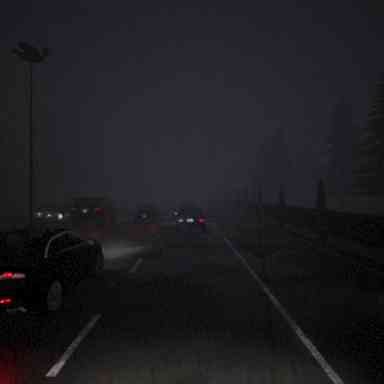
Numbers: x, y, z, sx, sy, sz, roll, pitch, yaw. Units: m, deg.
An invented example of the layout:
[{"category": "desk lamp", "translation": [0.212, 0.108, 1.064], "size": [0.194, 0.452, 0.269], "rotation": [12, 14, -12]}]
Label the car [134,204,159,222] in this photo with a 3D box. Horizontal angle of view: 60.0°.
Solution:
[{"category": "car", "translation": [-3.829, 1.735, 28.511], "size": [1.812, 1.442, 4.674], "rotation": [0, 0, -2]}]

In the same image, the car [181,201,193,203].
[{"category": "car", "translation": [-0.624, 1.773, 40.408], "size": [1.882, 1.535, 5.008], "rotation": [0, 0, -1]}]

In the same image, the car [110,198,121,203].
[{"category": "car", "translation": [-19.252, 2.188, 84.202], "size": [1.895, 1.301, 4.718], "rotation": [0, 0, -1]}]

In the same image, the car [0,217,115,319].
[{"category": "car", "translation": [-3.407, 1.547, 7.460], "size": [2.128, 1.511, 4.902], "rotation": [0, 0, 0]}]

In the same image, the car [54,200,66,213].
[{"category": "car", "translation": [-14.830, 1.653, 41.122], "size": [2.097, 1.767, 4.553], "rotation": [0, 0, -1]}]

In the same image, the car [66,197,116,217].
[{"category": "car", "translation": [-7.226, 1.404, 24.858], "size": [2.150, 2.045, 5.566], "rotation": [0, 0, -2]}]

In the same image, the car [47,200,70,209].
[{"category": "car", "translation": [-22.126, 2.006, 55.285], "size": [1.895, 1.301, 4.718], "rotation": [0, 0, -1]}]

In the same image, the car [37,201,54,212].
[{"category": "car", "translation": [-18.371, 1.880, 42.970], "size": [1.994, 1.385, 4.181], "rotation": [0, -1, -1]}]

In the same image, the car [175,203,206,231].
[{"category": "car", "translation": [-0.123, 1.706, 21.646], "size": [2.033, 1.411, 5.357], "rotation": [0, 0, -2]}]
